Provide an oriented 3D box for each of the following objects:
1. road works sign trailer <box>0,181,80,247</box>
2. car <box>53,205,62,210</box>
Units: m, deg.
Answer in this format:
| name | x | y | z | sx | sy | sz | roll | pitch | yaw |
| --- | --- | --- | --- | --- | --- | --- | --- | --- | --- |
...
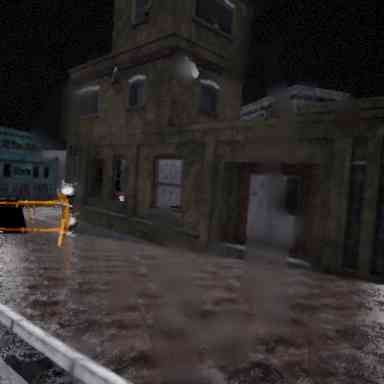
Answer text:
| name | x | y | z | sx | sy | sz | roll | pitch | yaw |
| --- | --- | --- | --- | --- | --- | --- | --- | --- | --- |
| road works sign trailer | -7.000 | 1.220 | 14.581 | 3.560 | 2.380 | 2.880 | 2 | 43 | -13 |
| car | -20.925 | 2.274 | 55.420 | 2.128 | 1.511 | 4.902 | 5 | -1 | 17 |
